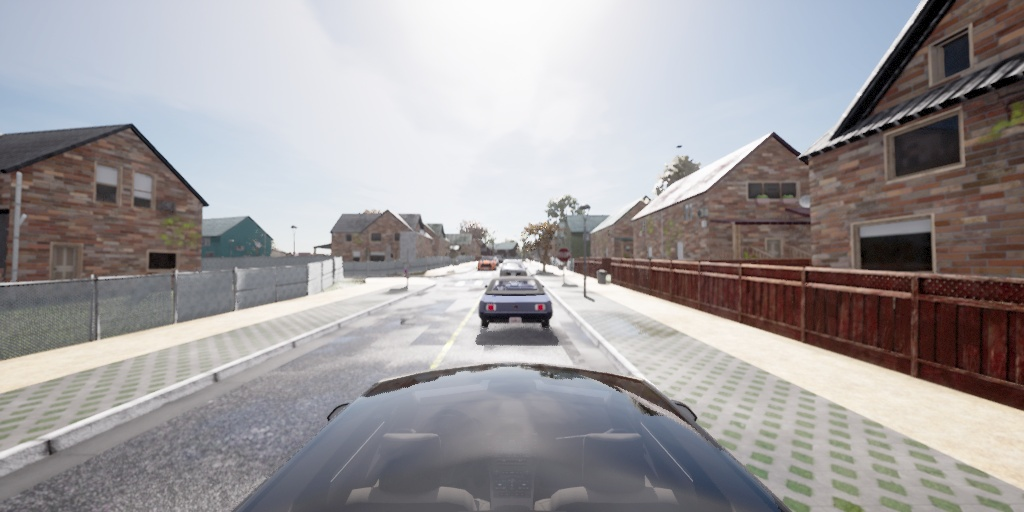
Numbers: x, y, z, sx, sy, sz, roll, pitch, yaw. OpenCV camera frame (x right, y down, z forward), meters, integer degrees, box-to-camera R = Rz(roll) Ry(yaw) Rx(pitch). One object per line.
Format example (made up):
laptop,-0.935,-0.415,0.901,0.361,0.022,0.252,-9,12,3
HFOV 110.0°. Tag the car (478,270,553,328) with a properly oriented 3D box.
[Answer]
car,0.085,1.270,11.017,1.895,1.301,4.718,0,0,0

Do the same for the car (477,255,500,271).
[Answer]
car,-2.912,0.806,42.516,2.097,1.767,4.553,0,0,0

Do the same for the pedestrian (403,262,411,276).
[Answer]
pedestrian,-9.964,0.931,33.845,0.375,1.860,0.375,0,-1,5

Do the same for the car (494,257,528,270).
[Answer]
car,0.093,1.064,23.993,2.033,1.411,5.357,1,1,0
